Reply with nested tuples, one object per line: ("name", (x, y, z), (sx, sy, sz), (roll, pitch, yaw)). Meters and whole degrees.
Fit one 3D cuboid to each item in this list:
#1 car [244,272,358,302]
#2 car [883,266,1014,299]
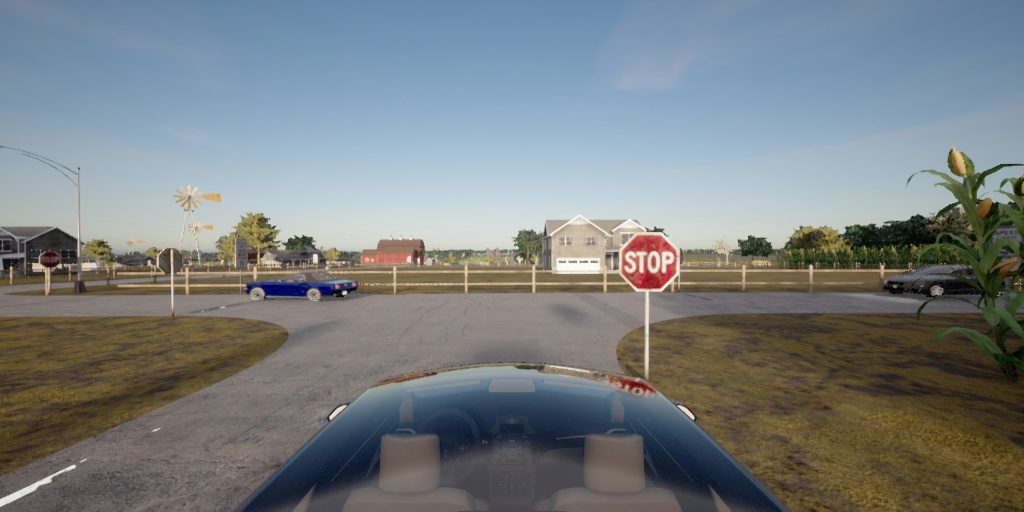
("car", (-9.843, 1.393, 16.758), (4.718, 1.301, 1.895), (0, 0, 10))
("car", (20.813, 1.213, 17.217), (4.892, 1.490, 1.837), (0, 0, 0))
